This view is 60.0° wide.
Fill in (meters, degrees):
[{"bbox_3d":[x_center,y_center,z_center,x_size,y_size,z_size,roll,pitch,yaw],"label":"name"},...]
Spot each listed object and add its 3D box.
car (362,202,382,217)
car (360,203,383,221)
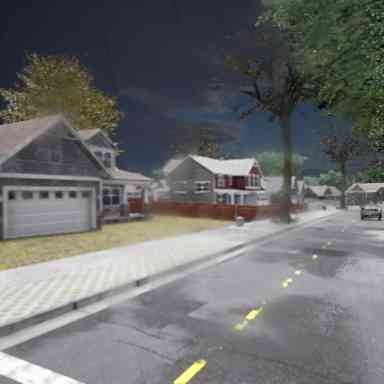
[{"bbox_3d":[23.217,2.153,42.860,2.097,1.767,4.553,-1,-2,29],"label":"car"},{"bbox_3d":[18.413,2.083,34.199,2.128,1.511,4.902,-1,-2,30],"label":"car"}]
